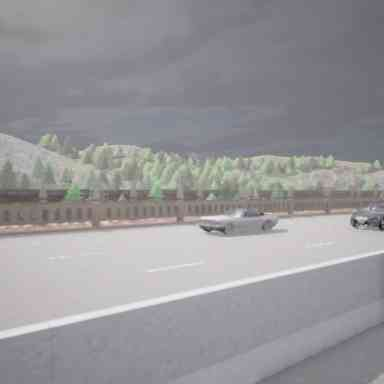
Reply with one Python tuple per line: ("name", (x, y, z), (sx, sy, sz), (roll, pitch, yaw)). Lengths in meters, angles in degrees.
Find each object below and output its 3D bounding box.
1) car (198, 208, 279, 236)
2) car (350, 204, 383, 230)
("car", (2.649, 1.598, 18.754), (4.718, 1.301, 1.895), (0, 0, -35))
("car", (11.982, 1.503, 21.089), (4.902, 1.511, 2.128), (0, 0, -35))
